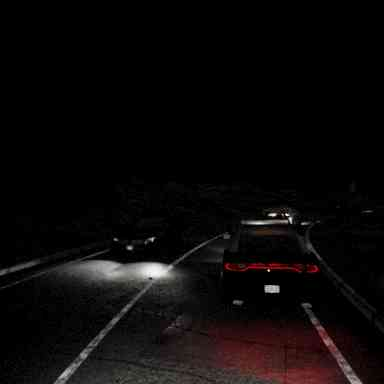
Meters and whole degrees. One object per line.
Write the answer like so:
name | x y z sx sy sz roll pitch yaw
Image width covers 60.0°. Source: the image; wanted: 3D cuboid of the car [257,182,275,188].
car | 14.925 -1.370 71.794 4.553 1.767 2.185 3 -5 -33

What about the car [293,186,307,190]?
car | 24.111 -0.683 78.250 4.674 1.452 2.002 3 -6 -36

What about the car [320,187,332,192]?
car | 32.861 -0.281 85.000 4.553 1.767 2.185 4 -6 -38

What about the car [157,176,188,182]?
car | -3.937 -2.149 60.236 4.892 1.521 2.231 2 -5 -30

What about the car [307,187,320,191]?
car | 28.439 -0.457 81.508 4.892 1.521 2.231 3 -6 -37

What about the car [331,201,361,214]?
car | 19.316 1.881 41.751 4.553 1.767 2.097 1 -4 -41

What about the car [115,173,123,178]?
car | -13.438 -2.642 54.831 4.553 1.767 2.185 2 -5 -30

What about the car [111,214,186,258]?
car | -1.558 1.666 13.656 1.812 1.442 4.674 -1 -1 15

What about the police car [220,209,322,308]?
police car | 1.783 1.454 8.192 1.930 1.638 5.238 -1 0 10

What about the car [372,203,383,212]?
car | 28.383 2.231 48.636 4.181 1.385 1.994 0 -4 -29

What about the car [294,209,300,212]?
car | 6.263 1.702 22.654 1.812 1.442 4.674 -2 -2 25

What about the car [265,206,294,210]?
car | 4.183 1.567 17.520 1.801 1.575 5.366 -2 -1 19

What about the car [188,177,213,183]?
car | 0.851 -1.951 62.975 4.892 1.521 2.231 2 -5 -30

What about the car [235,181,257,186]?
car | 10.311 -1.490 68.757 5.008 1.535 2.097 3 -5 -32

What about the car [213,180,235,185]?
car | 5.612 -1.687 65.812 4.674 1.452 2.002 3 -5 -31

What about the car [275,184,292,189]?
car | 19.634 -0.953 75.033 4.792 1.488 2.163 3 -6 -35
